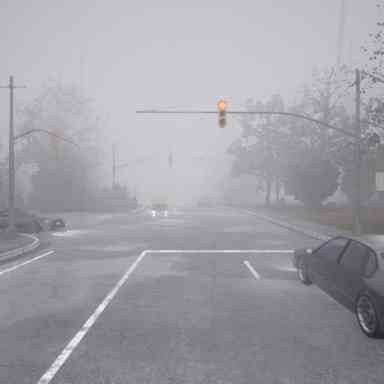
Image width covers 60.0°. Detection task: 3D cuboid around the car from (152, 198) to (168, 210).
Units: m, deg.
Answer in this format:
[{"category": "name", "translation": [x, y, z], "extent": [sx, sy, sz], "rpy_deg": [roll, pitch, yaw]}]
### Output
[{"category": "car", "translation": [-4.138, 1.559, 43.881], "extent": [1.882, 1.535, 5.008], "rpy_deg": [0, -1, -3]}]

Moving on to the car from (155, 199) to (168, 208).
[{"category": "car", "translation": [-5.010, 1.786, 54.393], "extent": [2.033, 1.411, 5.357], "rpy_deg": [0, -1, -7]}]

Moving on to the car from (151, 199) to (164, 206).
[{"category": "car", "translation": [-7.020, 2.067, 67.121], "extent": [2.033, 1.411, 5.357], "rpy_deg": [0, -1, -12]}]

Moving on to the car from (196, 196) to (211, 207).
[{"category": "car", "translation": [1.910, 1.621, 56.891], "extent": [2.097, 1.767, 4.553], "rpy_deg": [0, -1, -7]}]

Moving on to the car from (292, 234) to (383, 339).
[{"category": "car", "translation": [3.591, 1.547, 6.501], "extent": [2.033, 1.411, 5.357], "rpy_deg": [0, 0, 0]}]

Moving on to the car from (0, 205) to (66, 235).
[{"category": "car", "translation": [-9.394, 1.589, 18.925], "extent": [4.181, 1.385, 1.994], "rpy_deg": [0, 0, 12]}]
